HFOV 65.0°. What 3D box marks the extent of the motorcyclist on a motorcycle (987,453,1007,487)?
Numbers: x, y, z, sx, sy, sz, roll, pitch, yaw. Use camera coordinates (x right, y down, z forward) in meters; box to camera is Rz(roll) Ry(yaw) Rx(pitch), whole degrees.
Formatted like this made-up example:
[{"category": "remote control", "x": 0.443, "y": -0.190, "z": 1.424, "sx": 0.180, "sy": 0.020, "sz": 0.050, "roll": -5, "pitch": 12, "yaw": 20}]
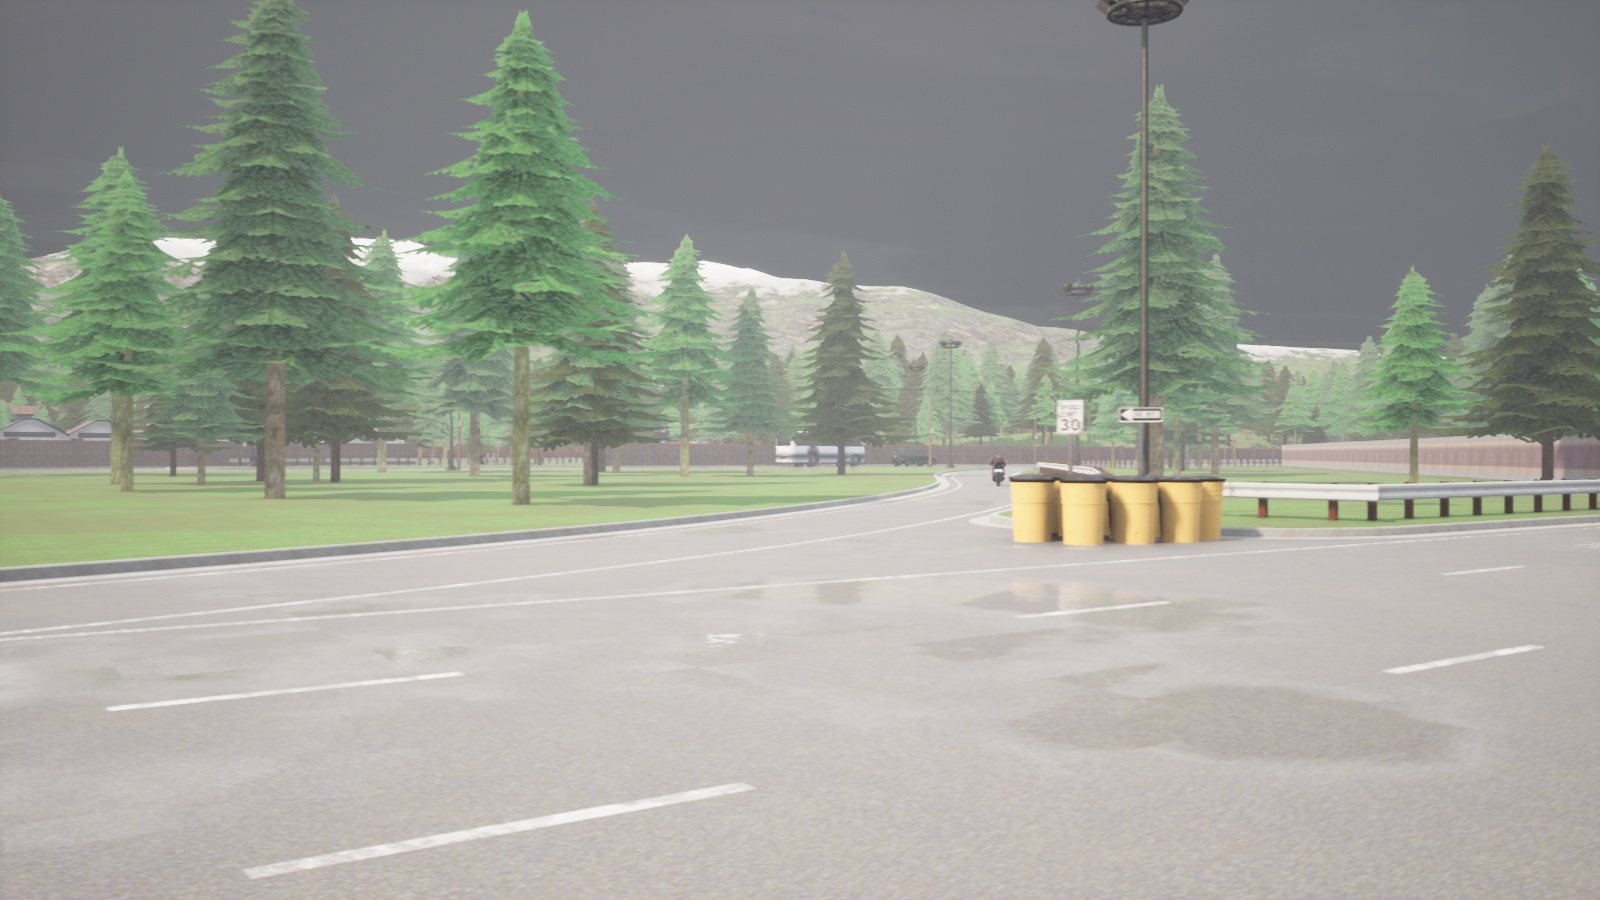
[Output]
[{"category": "motorcyclist on a motorcycle", "x": 9.116, "y": 0.921, "z": 58.097, "sx": 0.866, "sy": 1.530, "sz": 2.191, "roll": 0, "pitch": 0, "yaw": 8}]
